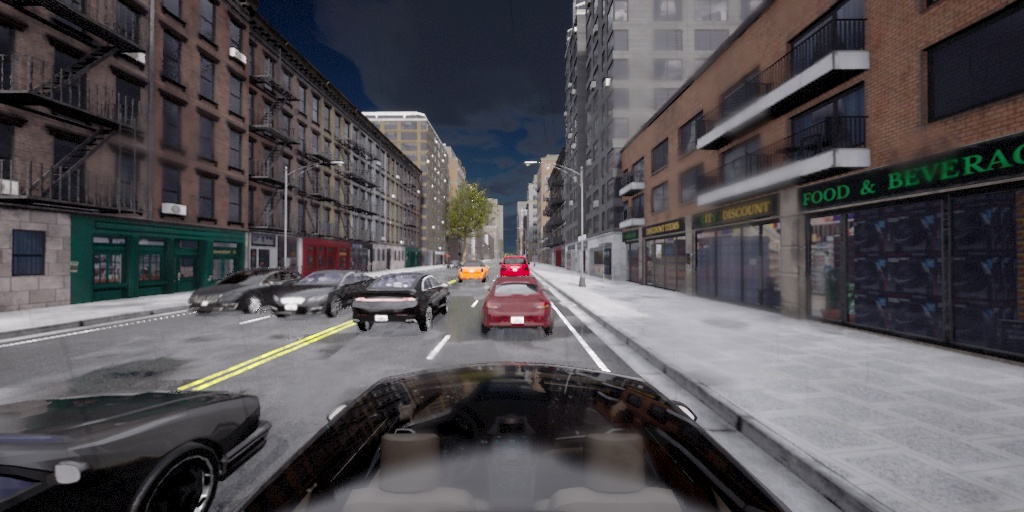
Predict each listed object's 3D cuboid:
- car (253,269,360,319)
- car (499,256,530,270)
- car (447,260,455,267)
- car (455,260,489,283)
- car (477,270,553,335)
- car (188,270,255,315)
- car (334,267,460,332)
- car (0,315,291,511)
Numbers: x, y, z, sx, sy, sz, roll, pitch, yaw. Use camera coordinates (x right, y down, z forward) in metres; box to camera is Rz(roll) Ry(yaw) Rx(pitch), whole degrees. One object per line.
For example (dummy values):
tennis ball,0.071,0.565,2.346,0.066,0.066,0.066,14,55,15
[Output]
car,-6.558,1.268,13.102,2.128,1.511,4.902,0,0,0
car,0.202,1.038,27.225,2.150,2.045,5.566,0,0,0
car,-9.528,1.438,59.216,2.128,1.511,4.902,0,0,0
car,-3.044,1.174,29.341,2.097,1.767,4.553,0,0,0
car,0.131,1.296,10.509,1.812,1.442,4.674,0,0,0
car,-9.805,1.284,13.884,1.837,1.490,4.892,0,0,0
car,-3.111,1.264,10.966,2.128,1.511,4.902,0,0,0
car,-3.160,1.295,0.799,2.033,1.411,5.357,0,0,1
